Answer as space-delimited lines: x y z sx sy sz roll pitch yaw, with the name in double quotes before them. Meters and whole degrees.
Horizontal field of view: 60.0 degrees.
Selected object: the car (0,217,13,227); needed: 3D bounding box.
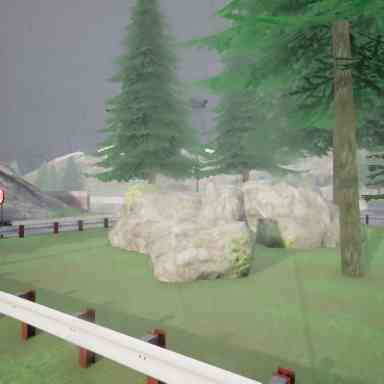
"car" -11.005 1.359 15.329 5.357 1.411 2.033 0 0 14
